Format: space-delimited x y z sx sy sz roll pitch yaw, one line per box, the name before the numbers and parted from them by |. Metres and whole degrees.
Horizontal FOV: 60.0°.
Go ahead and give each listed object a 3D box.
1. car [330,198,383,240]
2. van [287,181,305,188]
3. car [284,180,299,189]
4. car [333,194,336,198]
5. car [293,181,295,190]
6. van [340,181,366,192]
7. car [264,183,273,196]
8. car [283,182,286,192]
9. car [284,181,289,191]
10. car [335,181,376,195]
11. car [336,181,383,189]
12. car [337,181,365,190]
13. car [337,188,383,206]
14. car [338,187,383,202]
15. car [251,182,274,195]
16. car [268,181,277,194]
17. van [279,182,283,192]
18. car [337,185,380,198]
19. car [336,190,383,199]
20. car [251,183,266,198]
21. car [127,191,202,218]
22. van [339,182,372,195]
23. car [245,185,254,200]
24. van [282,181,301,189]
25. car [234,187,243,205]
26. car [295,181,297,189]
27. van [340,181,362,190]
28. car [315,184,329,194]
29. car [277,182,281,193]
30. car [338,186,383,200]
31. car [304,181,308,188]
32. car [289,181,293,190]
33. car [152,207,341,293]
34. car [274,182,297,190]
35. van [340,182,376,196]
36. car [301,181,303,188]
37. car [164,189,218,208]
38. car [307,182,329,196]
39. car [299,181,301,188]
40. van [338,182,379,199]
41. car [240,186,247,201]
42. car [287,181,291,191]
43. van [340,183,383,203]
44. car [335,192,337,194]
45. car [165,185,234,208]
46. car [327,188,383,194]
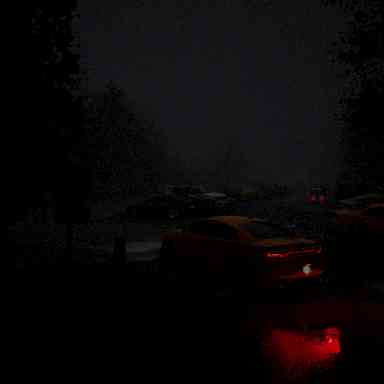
car | 8.803 1.265 14.464 5.008 1.535 2.097 1 3 24
van | 28.230 -2.079 90.645 4.442 1.987 1.878 1 2 24
car | 19.160 -1.145 70.411 5.366 1.575 1.946 1 2 24
car | 10.979 1.056 19.420 4.792 1.488 2.163 1 3 24
car | 17.082 -0.941 65.263 4.892 1.521 2.231 1 2 24
van | 31.395 -1.150 64.986 4.442 1.987 1.878 1 2 24
car | 7.109 -0.036 42.380 5.366 1.575 1.946 1 3 24
car | 12.543 -0.519 55.137 4.792 1.488 2.163 1 2 24
car | 13.670 -0.618 57.672 4.792 1.488 2.163 1 2 24
car | 25.591 -0.682 52.279 5.566 2.045 2.435 1 2 24
car | 15.528 0.287 29.498 5.566 2.045 2.435 1 3 24
car | 34.635 -1.472 72.633 5.566 2.045 2.435 1 2 24
car | 16.601 0.445 32.062 4.792 1.488 2.163 1 3 24
car | 18.952 0.204 37.211 4.792 1.488 2.163 1 3 24
car | 8.057 -0.145 44.984 4.892 1.521 2.231 1 3 24
car | 9.220 -0.376 47.502 4.553 1.767 2.185 1 3 24
van | 11.550 -0.674 52.532 4.442 1.987 1.878 1 2 24
car | 22.249 -0.136 44.686 5.008 1.535 2.097 1 2 24
car | 9.961 1.019 16.973 4.553 1.767 2.185 1 3 24
car | 5.694 0.070 40.108 5.366 1.575 1.946 1 3 24
car | -2.099 0.965 22.195 4.792 1.488 2.163 1 3 24
van | 24.386 -0.560 49.787 4.442 1.987 1.878 1 2 24
car | 3.391 0.317 34.929 5.366 1.575 1.946 1 3 24
van | 24.856 -1.858 83.052 4.442 1.987 1.878 1 2 24
car | 1.477 0.569 29.710 5.366 1.575 1.946 1 3 24
car | 18.197 -1.039 67.803 4.892 1.521 2.231 1 2 24
van | 35.892 -1.543 75.106 4.442 1.987 1.878 1 2 24
car | 22.300 -0.618 56.976 1.882 1.535 5.008 1 2 24
car | 10.343 -0.321 50.042 4.792 1.488 2.163 1 2 24
car | 20.023 0.099 39.621 4.792 1.488 2.163 1 3 24
car | 26.116 -1.980 85.527 5.566 2.045 2.435 1 2 24
car | 15.780 -0.849 62.805 5.366 1.575 1.946 1 2 24
car | 0.953 1.351 8.625 1.882 1.535 5.008 2 -1 -32
car | 20.428 -1.363 72.879 4.553 1.767 2.185 1 2 24
van | 23.474 -0.458 47.162 4.442 1.987 1.878 1 2 24
car | 22.705 -1.434 77.945 5.008 1.535 2.097 1 2 24
car | -0.941 0.814 24.714 5.008 1.535 2.097 1 3 24
car | 18.120 -0.239 47.573 2.128 1.511 4.902 1 2 24
car | 21.554 -1.461 75.415 4.553 1.767 2.185 1 2 24
van | 21.014 -0.262 42.179 4.442 1.987 1.878 1 3 24
car | 2.440 0.447 32.317 4.892 1.521 2.231 1 3 24
car | 14.796 -0.716 60.207 4.792 1.488 2.163 1 2 24
van | 17.907 0.067 34.634 4.442 1.987 1.878 1 3 24
car | 12.128 0.945 21.938 4.674 1.452 2.002 1 3 24
car | 0.206 0.441 27.227 5.566 2.045 2.435 1 3 24
car | 13.085 0.776 24.539 5.366 1.575 1.946 1 3 24
